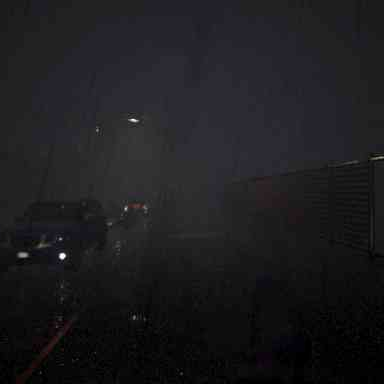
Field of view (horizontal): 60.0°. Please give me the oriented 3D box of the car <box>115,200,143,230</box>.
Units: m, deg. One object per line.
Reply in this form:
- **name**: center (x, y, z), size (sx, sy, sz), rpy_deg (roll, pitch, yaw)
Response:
- **car**: center (-4.649, 1.512, 21.144), size (2.128, 1.511, 4.902), rpy_deg (0, 0, -2)

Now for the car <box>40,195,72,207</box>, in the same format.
- **car**: center (-18.538, 1.248, 45.437), size (3.633, 1.501, 1.845), rpy_deg (0, 0, -2)

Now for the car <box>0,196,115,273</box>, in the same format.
- **car**: center (-4.371, 1.248, 11.216), size (2.150, 2.045, 5.566), rpy_deg (0, 0, -2)

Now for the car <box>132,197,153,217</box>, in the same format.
- **car**: center (-4.915, 1.366, 31.184), size (2.097, 1.767, 4.553), rpy_deg (0, 0, -1)
